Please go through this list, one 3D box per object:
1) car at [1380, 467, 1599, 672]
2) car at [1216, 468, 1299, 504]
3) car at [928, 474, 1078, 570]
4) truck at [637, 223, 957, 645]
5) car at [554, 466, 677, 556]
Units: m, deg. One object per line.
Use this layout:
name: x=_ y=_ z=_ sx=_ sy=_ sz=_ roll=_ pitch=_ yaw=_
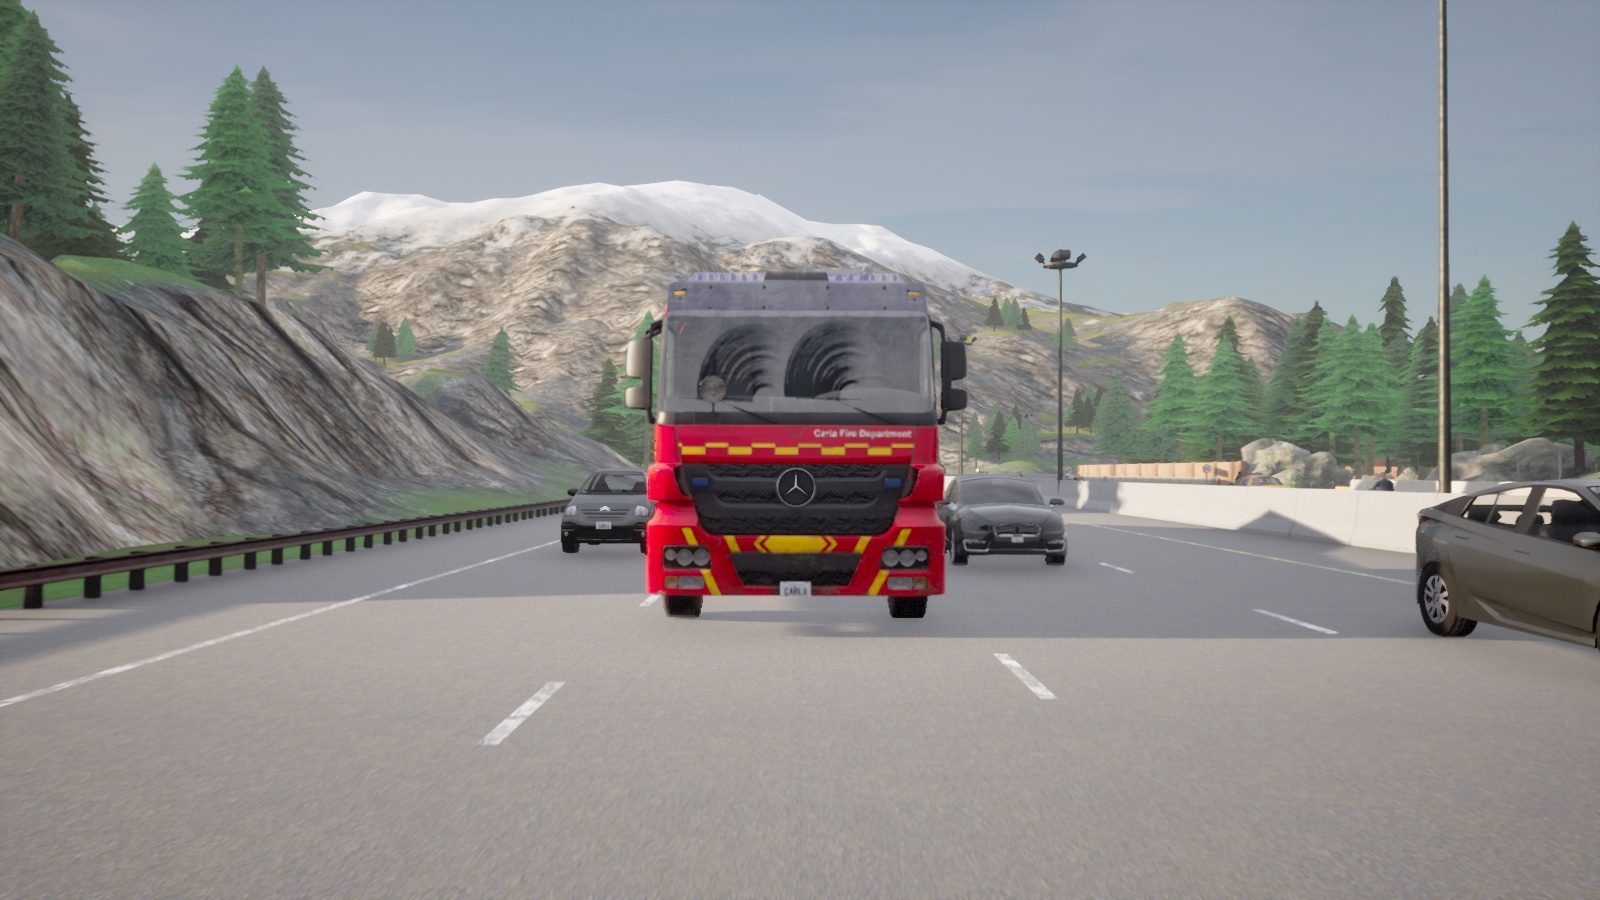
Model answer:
car: x=6.974 y=0.910 z=10.635 sx=2.007 sy=1.525 sz=4.514 roll=0 pitch=-1 yaw=0
car: x=20.860 y=1.633 z=57.531 sx=1.801 sy=1.575 sz=5.366 roll=0 pitch=-1 yaw=0
car: x=3.446 y=1.177 z=22.176 sx=1.837 sy=1.490 sz=4.892 roll=0 pitch=-1 yaw=0
truck: x=-0.043 y=-0.089 z=15.651 sx=2.891 sy=3.827 sz=8.468 roll=0 pitch=-1 yaw=0
car: x=-3.561 y=1.143 z=24.829 sx=1.851 sy=1.617 sz=3.988 roll=0 pitch=-1 yaw=0
